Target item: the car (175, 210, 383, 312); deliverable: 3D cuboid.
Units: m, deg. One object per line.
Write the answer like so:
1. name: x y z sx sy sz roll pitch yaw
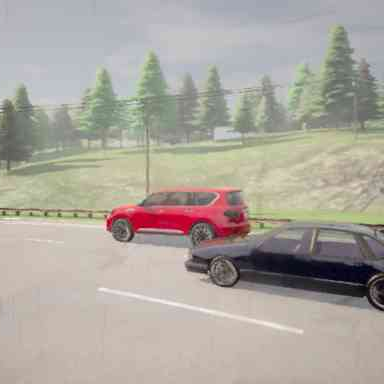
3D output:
1. car: 2.538 1.324 7.013 5.357 1.411 2.033 1 2 28

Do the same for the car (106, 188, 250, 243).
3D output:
1. car: -0.570 0.857 12.466 5.566 2.045 2.150 0 1 26
